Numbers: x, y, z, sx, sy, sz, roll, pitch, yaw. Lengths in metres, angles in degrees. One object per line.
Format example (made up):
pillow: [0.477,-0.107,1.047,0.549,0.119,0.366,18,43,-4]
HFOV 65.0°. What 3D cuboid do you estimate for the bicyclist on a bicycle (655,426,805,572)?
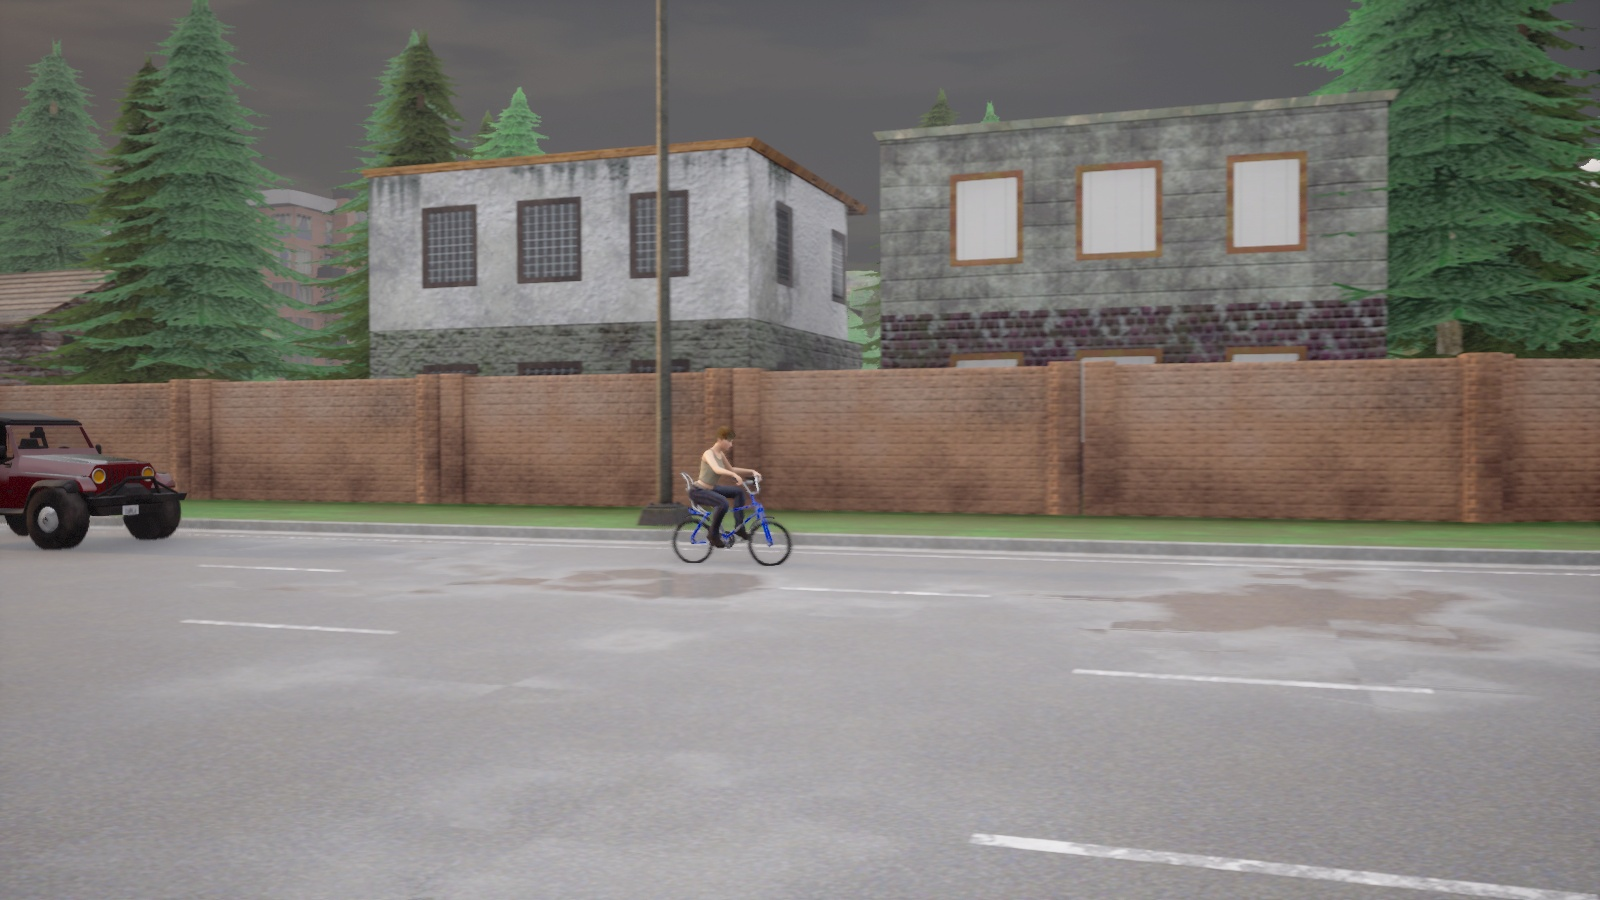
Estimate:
bicyclist on a bicycle: [-0.800,0.527,14.543,1.509,1.612,0.866,1,1,19]

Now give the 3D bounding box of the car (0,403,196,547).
car: [-10.912,0.294,17.938,3.866,1.878,1.905,1,1,19]
